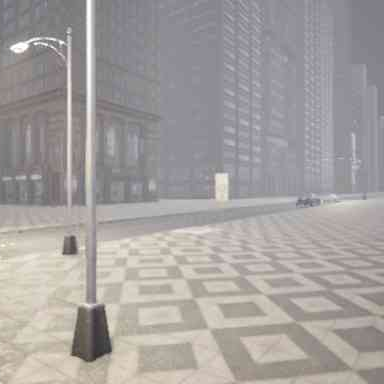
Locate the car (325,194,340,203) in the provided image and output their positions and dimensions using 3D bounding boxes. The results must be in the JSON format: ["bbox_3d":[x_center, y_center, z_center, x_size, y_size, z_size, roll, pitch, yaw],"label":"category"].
[{"bbox_3d":[22.105,0.968,52.763,1.812,1.442,4.674,0,0,35],"label":"car"}]

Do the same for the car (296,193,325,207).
[{"bbox_3d":[15.111,0.900,42.929,2.097,1.767,4.553,0,0,35],"label":"car"}]
